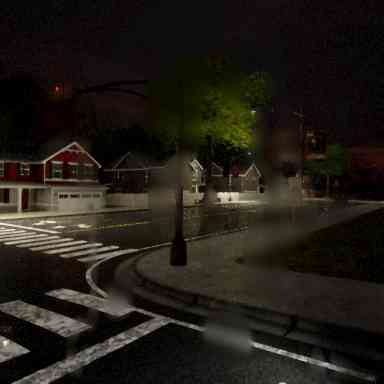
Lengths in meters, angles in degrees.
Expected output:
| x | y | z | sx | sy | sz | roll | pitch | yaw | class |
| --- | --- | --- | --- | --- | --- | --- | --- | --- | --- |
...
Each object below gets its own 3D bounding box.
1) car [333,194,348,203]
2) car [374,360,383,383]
| x | y | z | sx | sy | sz | roll | pitch | yaw | class |
| --- | --- | --- | --- | --- | --- | --- | --- | --- | --- |
| 28.056 | 1.208 | 62.697 | 2.128 | 1.511 | 4.902 | 1 | 0 | 36 | car |
| 3.380 | 1.506 | 1.268 | 4.892 | 1.490 | 1.837 | 0 | 0 | 36 | car |
